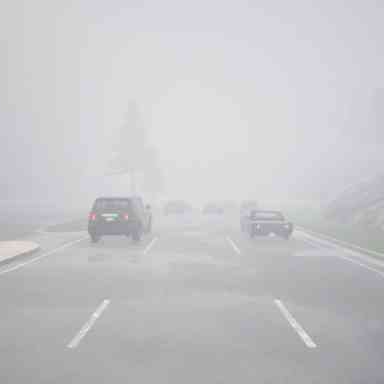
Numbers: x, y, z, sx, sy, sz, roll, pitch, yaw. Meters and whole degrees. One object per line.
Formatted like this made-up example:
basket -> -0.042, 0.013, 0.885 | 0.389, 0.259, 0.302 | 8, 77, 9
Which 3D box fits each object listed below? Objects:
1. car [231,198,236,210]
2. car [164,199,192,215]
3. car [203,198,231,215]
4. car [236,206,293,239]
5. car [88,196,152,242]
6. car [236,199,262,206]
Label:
car -> 5.070, 1.526, 43.398 | 1.812, 1.442, 4.674 | 0, 0, 16
car -> -1.335, 1.491, 33.357 | 2.128, 1.511, 4.902 | 0, 0, 14
car -> 2.379, 1.526, 33.635 | 1.812, 1.442, 4.674 | 0, 0, 15
car -> 3.643, 1.601, 17.172 | 1.895, 1.301, 4.718 | 0, 0, 1
car -> -3.366, 1.221, 16.426 | 2.150, 2.045, 5.566 | 0, 0, 1
car -> 6.061, 1.503, 34.082 | 1.837, 1.490, 4.892 | 0, -1, 16
